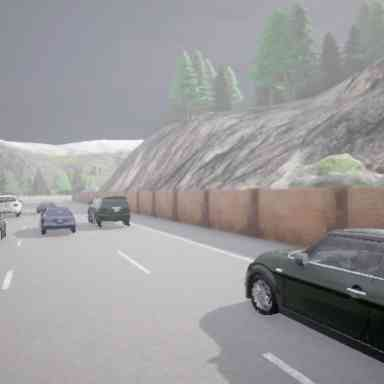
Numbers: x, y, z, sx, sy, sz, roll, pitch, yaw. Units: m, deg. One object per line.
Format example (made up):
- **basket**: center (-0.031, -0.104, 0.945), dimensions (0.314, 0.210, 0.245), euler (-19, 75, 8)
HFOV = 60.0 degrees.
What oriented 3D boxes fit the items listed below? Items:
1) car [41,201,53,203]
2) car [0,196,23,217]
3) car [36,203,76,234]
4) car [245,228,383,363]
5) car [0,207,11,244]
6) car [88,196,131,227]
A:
- **car**: center (-15.704, 1.698, 35.950), dimensions (1.994, 1.385, 4.181), euler (0, 0, -25)
- **car**: center (-18.013, 1.367, 32.651), dimensions (2.150, 2.045, 5.566), euler (0, 0, -25)
- **car**: center (-8.189, 1.619, 20.148), dimensions (2.033, 1.411, 5.357), euler (0, 0, -25)
- **car**: center (2.779, 1.342, 5.188), dimensions (2.097, 1.767, 4.553), euler (0, 0, -25)
- **car**: center (-9.889, 1.639, 15.569), dimensions (1.994, 1.385, 4.181), euler (0, 0, -25)
- **car**: center (-5.977, 1.286, 23.642), dimensions (2.150, 2.045, 5.566), euler (0, 0, -25)
